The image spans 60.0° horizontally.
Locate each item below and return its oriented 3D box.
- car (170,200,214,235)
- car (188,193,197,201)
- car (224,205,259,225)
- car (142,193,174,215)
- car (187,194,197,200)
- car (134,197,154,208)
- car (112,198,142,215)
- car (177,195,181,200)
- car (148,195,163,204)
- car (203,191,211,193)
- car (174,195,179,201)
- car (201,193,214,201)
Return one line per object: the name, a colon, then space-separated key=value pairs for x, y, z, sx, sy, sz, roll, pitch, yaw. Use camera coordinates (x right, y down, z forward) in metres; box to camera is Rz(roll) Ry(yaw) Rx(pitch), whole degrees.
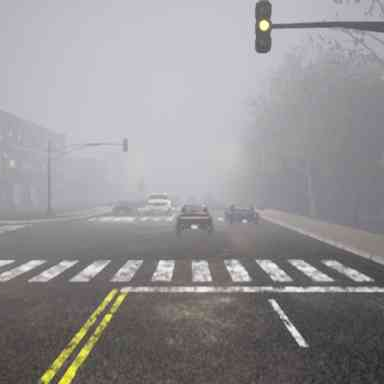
car: x=0.120 y=1.446 z=18.372 sx=2.128 sy=1.511 sz=4.902 roll=0 pitch=0 yaw=0
car: x=0.077 y=1.116 z=74.597 sx=1.882 sy=1.535 sz=5.008 roll=0 pitch=0 yaw=0
car: x=3.375 y=1.543 z=23.432 sx=1.895 sy=1.301 sz=4.718 roll=0 pitch=0 yaw=0
car: x=-3.307 y=1.137 z=33.746 sx=2.150 sy=2.045 sz=5.566 roll=0 pitch=0 yaw=0
car: x=0.066 y=1.312 z=64.179 sx=1.882 sy=1.535 sz=5.008 roll=0 pitch=0 yaw=0
car: x=-6.529 y=1.447 z=45.733 sx=1.994 sy=1.385 sz=4.181 roll=0 pitch=0 yaw=1
car: x=-6.560 y=1.517 z=33.154 sx=1.895 sy=1.301 sz=4.718 roll=0 pitch=0 yaw=0
car: x=-3.188 y=1.334 z=66.917 sx=1.837 sy=1.490 sz=4.892 roll=0 pitch=0 yaw=0
car: x=-6.486 y=1.338 z=59.999 sx=2.128 sy=1.511 sz=4.902 roll=0 pitch=0 yaw=1
car: x=3.327 y=0.863 z=74.623 sx=2.150 sy=2.045 sz=5.566 roll=0 pitch=0 yaw=0
car: x=-3.278 y=1.480 z=47.325 sx=1.895 sy=1.301 sz=4.718 roll=0 pitch=0 yaw=0
car: x=3.316 y=1.382 z=64.176 sx=2.033 sy=1.411 sz=5.357 roll=0 pitch=0 yaw=0
